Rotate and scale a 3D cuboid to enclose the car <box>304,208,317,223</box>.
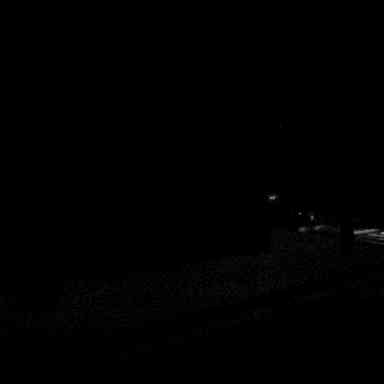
[{"bbox_3d":[6.071,1.287,22.589,2.128,1.511,4.902,0,1,-34],"label":"car"}]

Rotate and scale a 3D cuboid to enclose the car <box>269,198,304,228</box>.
[{"bbox_3d":[3.986,1.129,20.770,2.192,1.841,5.009,1,0,-36],"label":"car"}]

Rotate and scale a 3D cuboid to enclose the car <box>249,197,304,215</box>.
[{"bbox_3d":[7.571,1.209,30.343,1.752,1.417,4.829,1,0,-36],"label":"car"}]
